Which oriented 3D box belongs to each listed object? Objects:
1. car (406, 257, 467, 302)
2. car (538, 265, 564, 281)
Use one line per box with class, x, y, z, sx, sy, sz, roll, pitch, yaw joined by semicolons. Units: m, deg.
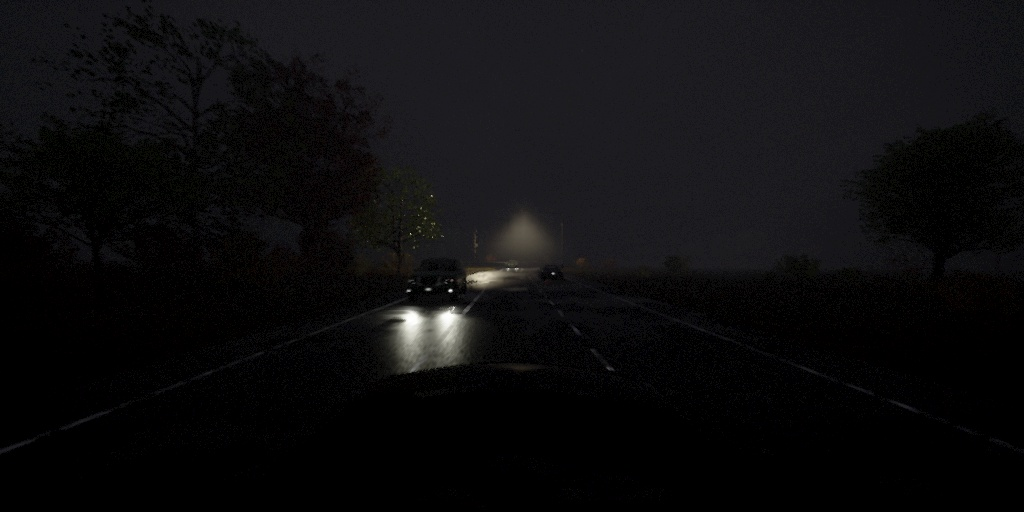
car;-3.556;1.071;17.988;2.150;2.045;5.566;0;0;0
car;3.518;1.485;32.580;1.994;1.385;4.181;0;0;0
